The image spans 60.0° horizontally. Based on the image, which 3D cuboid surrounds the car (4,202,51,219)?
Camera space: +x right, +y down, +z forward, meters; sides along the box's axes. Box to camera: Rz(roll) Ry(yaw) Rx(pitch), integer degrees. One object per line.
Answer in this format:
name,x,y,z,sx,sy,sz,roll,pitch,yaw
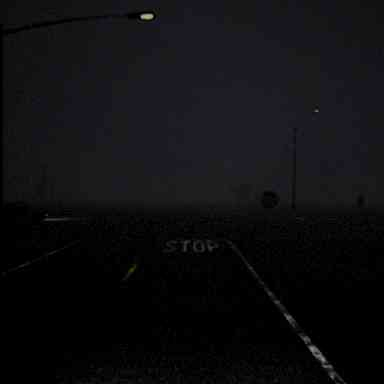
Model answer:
car,-14.902,1.527,28.100,5.357,1.411,2.033,1,0,0
